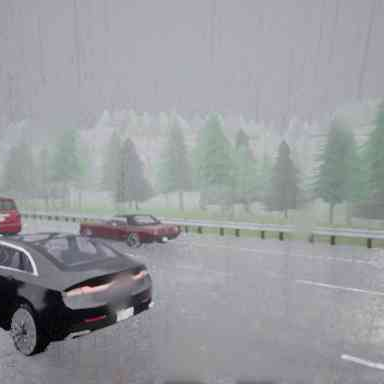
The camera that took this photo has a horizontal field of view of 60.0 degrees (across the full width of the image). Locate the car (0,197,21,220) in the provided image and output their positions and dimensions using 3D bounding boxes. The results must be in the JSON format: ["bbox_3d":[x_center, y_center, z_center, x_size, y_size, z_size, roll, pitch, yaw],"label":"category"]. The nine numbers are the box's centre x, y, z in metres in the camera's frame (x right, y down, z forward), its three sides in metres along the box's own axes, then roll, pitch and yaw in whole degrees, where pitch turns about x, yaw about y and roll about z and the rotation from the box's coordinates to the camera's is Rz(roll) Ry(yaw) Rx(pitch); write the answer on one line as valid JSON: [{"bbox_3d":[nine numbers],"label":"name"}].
[{"bbox_3d":[-10.179,1.241,15.576,5.566,2.045,2.150,0,0,36],"label":"car"}]

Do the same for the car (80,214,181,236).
[{"bbox_3d":[-2.885,1.613,14.655,4.718,1.301,1.895,0,0,36],"label":"car"}]

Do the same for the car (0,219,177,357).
[{"bbox_3d":[-2.905,1.498,6.067,4.902,1.511,2.128,0,0,36],"label":"car"}]
